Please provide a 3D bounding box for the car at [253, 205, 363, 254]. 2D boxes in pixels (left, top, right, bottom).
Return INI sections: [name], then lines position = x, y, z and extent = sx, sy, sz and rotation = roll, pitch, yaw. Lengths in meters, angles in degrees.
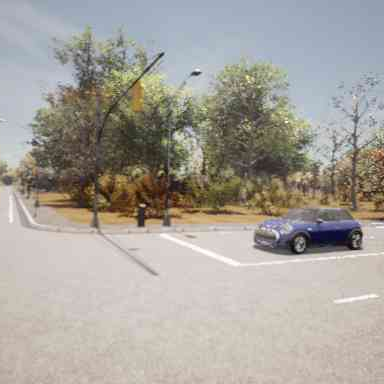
[car]
position = 4.762, 1.402, 13.638
extent = 4.553, 1.767, 2.097
rotation = 2, 0, -26
